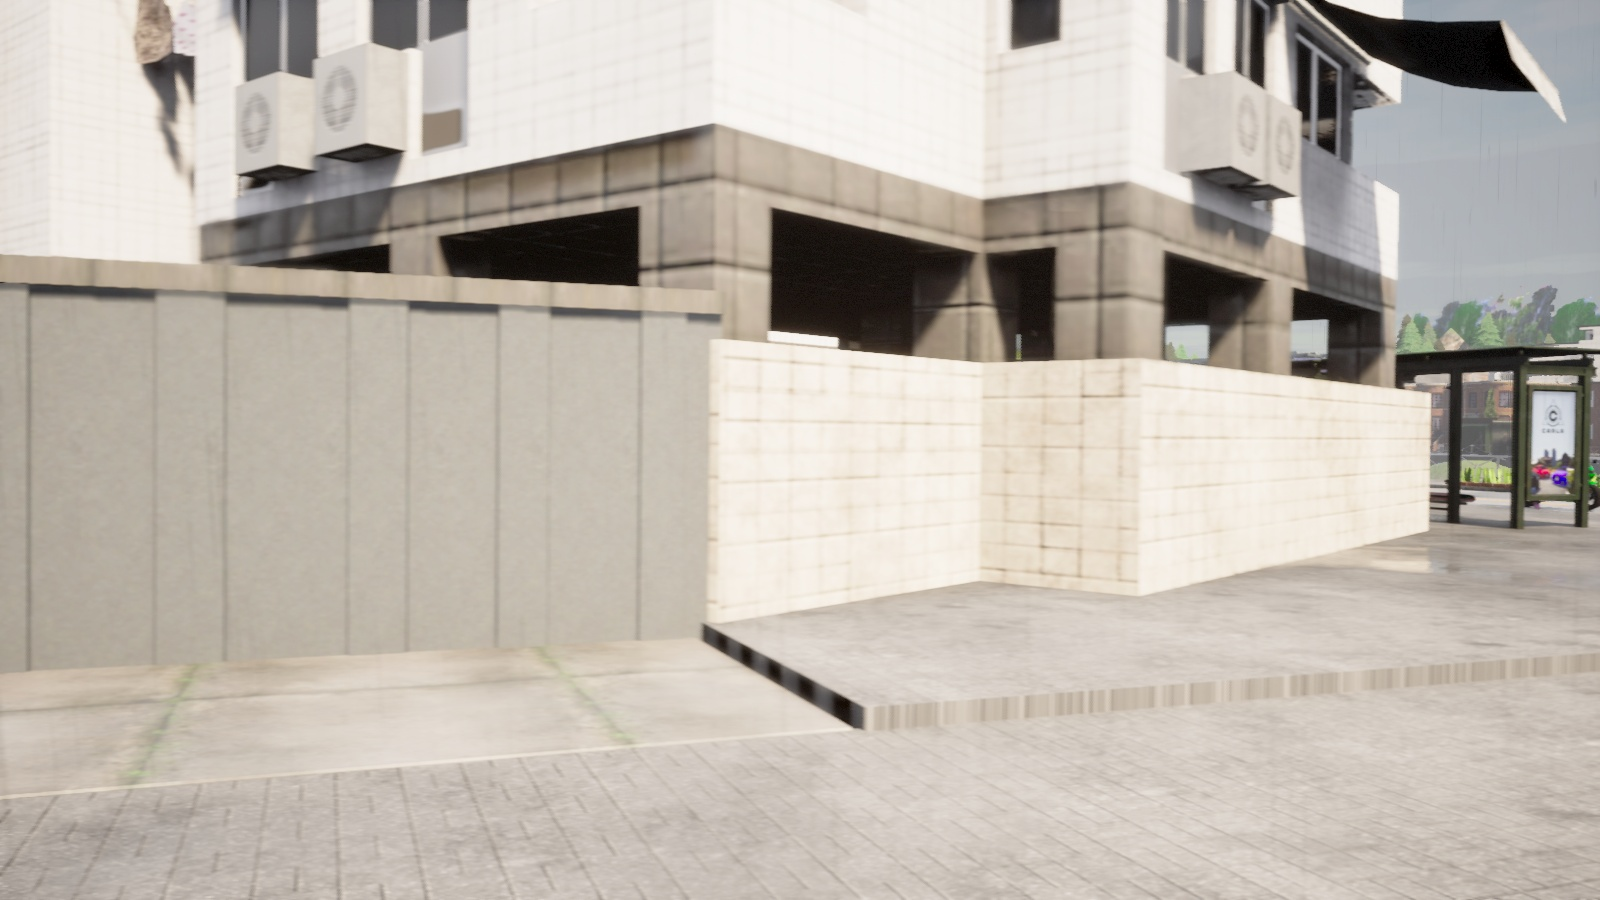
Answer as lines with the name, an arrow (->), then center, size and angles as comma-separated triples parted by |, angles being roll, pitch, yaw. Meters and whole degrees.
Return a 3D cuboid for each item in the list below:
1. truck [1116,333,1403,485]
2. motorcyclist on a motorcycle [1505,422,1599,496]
truck -> 12.824, -1.093, 36.086 | 2.891, 3.827, 8.468 | -1, 1, -21
motorcyclist on a motorcycle -> 16.315, 0.165, 26.932 | 0.797, 1.523, 2.044 | -1, 1, -21
